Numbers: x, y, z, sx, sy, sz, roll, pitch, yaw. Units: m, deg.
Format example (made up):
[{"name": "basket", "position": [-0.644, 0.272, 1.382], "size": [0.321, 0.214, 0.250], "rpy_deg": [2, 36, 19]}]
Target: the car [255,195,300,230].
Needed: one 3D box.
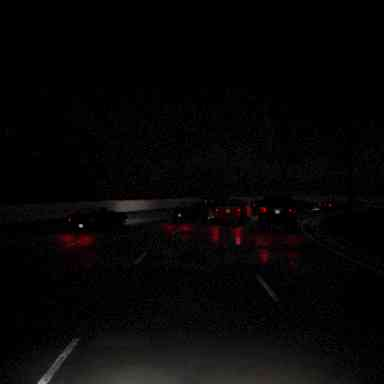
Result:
[{"name": "car", "position": [5.464, 1.186, 21.046], "size": [2.150, 2.045, 5.566], "rpy_deg": [0, 0, 16]}]

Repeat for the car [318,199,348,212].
[{"name": "car", "position": [16.597, 1.483, 38.510], "size": [5.357, 1.411, 2.033], "rpy_deg": [0, 0, -42]}]

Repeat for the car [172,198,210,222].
[{"name": "car", "position": [-0.090, 1.482, 26.152], "size": [1.812, 1.442, 4.674], "rpy_deg": [0, 0, 20]}]

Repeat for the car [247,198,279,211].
[{"name": "car", "position": [8.539, 1.497, 40.038], "size": [1.994, 1.385, 4.181], "rpy_deg": [0, 0, 41]}]

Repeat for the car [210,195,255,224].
[{"name": "car", "position": [3.151, 1.310, 24.770], "size": [2.097, 1.767, 4.553], "rpy_deg": [0, 0, 19]}]

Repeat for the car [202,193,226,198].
[{"name": "car", "position": [3.137, 1.157, 39.481], "size": [2.150, 2.045, 5.566], "rpy_deg": [0, 0, 37]}]

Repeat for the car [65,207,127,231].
[{"name": "car", "position": [-5.690, 1.566, 20.524], "size": [1.895, 1.301, 4.718], "rpy_deg": [0, 0, 11]}]

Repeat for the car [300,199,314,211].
[{"name": "car", "position": [12.788, 1.498, 39.463], "size": [1.994, 1.385, 4.181], "rpy_deg": [0, 0, 44]}]
